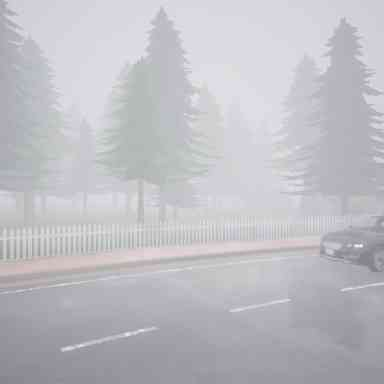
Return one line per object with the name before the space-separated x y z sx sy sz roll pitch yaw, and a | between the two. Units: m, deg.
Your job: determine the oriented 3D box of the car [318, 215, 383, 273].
car | 6.352 1.491 10.544 4.902 1.511 2.128 0 0 -19
